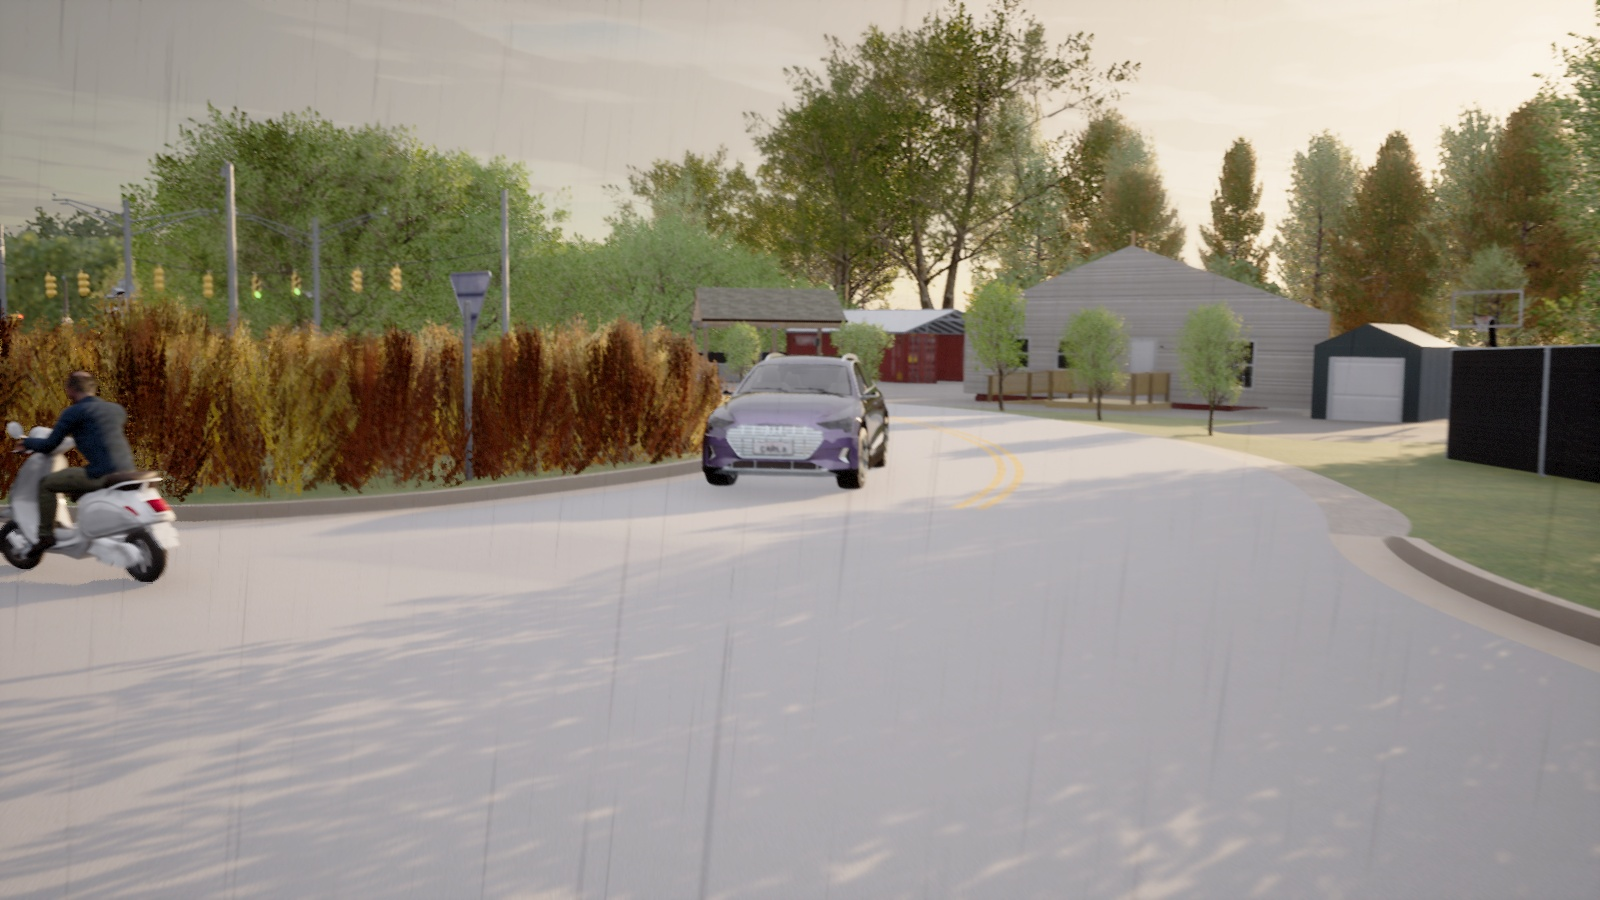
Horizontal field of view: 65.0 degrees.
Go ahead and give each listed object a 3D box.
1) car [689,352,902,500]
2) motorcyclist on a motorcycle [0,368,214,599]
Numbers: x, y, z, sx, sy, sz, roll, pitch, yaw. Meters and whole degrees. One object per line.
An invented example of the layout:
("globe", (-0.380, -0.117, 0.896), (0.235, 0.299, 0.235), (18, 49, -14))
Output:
("car", (0.124, -0.454, 16.618), (2.033, 1.649, 4.856), (1, 4, 9))
("motorcyclist on a motorcycle", (-5.543, 0.197, 9.596), (1.817, 1.590, 0.866), (3, 6, 22))
